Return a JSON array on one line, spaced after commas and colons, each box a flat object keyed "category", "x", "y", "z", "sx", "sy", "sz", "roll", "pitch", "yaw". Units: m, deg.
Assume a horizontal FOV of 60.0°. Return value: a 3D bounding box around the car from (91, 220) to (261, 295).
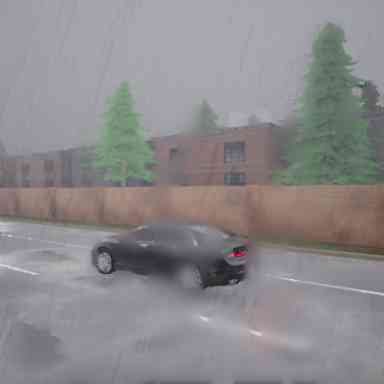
[{"category": "car", "x": -0.636, "y": 1.503, "z": 8.777, "sx": 4.892, "sy": 1.490, "sz": 1.837, "roll": 0, "pitch": 0, "yaw": 36}]
